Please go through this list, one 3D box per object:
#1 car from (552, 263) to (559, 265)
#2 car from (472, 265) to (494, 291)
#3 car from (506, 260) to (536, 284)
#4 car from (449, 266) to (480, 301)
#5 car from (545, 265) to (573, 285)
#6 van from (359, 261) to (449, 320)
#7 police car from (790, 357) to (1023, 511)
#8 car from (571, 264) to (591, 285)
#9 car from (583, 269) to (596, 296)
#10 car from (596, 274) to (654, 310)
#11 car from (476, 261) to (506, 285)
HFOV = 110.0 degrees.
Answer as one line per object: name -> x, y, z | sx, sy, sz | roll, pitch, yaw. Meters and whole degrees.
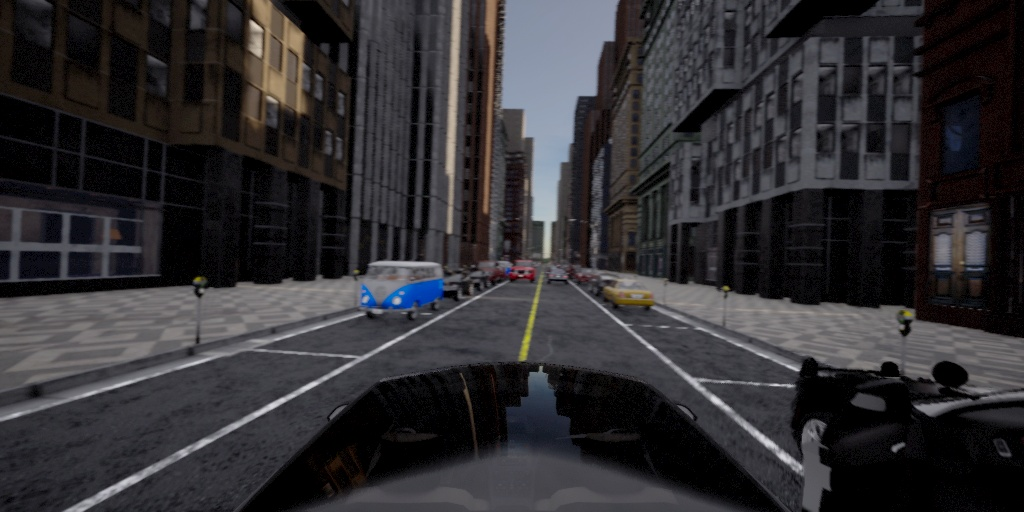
car -> 5.199, 1.985, 44.685 | 1.812, 1.442, 4.674 | 2, 0, 6
car -> -2.591, 1.465, 23.426 | 1.948, 1.339, 4.313 | 0, 0, 5
car -> 1.050, 1.383, 33.246 | 2.150, 2.045, 5.566 | 2, -1, 6
car -> -3.105, 1.379, 17.813 | 1.948, 1.339, 4.313 | 0, 0, 5
car -> 4.194, 1.832, 33.122 | 2.033, 1.411, 5.357 | 2, -1, 6
van -> -3.619, 1.068, 12.200 | 1.690, 1.789, 3.998 | 0, 0, 5
police car -> 3.605, 1.318, 1.670 | 1.930, 1.638, 5.238 | 2, -1, 5
car -> 6.921, 1.842, 33.878 | 1.967, 1.591, 4.097 | 0, 0, 5
car -> 5.893, 1.781, 22.654 | 2.007, 1.370, 4.403 | 0, 0, 5
car -> 5.394, 1.670, 17.211 | 1.751, 1.417, 4.829 | 0, 0, 5
car -> -2.077, 1.300, 29.038 | 2.192, 1.841, 5.009 | 0, 0, 5
